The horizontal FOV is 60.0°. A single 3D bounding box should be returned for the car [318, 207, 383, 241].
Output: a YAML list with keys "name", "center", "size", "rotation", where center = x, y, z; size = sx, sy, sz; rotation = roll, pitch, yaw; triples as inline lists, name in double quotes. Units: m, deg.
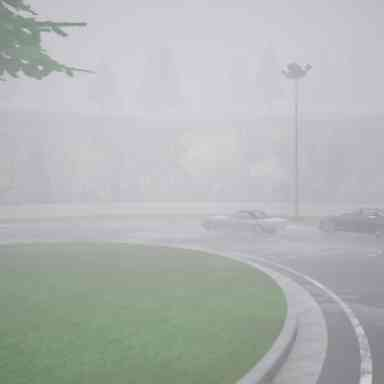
- name: "car"
  center: [8.875, 1.545, 17.106]
  size: [2.128, 1.511, 4.902]
  rotation: [0, -1, -32]

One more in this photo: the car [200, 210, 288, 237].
- name: "car"
  center: [2.815, 1.681, 18.716]
  size: [4.718, 1.301, 1.895]
  rotation: [0, 0, 36]
